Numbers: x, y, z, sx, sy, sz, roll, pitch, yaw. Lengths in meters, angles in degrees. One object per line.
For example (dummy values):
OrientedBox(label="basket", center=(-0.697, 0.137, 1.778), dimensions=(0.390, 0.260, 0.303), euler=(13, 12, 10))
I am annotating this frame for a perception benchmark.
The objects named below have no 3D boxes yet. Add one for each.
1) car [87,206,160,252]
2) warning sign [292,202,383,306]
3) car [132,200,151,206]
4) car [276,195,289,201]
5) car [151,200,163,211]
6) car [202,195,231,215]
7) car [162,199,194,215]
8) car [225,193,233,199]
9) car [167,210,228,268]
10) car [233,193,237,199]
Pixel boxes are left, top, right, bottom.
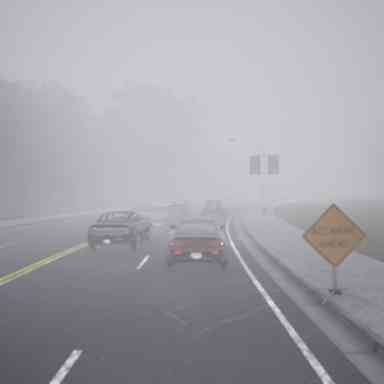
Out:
OrientedBox(label="car", center=(-2.921, 1.557, 14.311), dimensions=(2.128, 1.511, 4.902), euler=(0, 0, 3))
OrientedBox(label="warning sign", center=(2.829, 1.149, 6.632), dimensions=(1.300, 1.860, 1.060), euler=(-1, -2, 0))
OrientedBox(label="car", center=(-5.923, 1.693, 41.350), dimensions=(1.812, 1.442, 4.674), euler=(0, 0, 14))
OrientedBox(label="car", center=(21.574, 1.398, 79.324), dimensions=(1.837, 1.490, 4.892), euler=(-1, 0, 33))
OrientedBox(label="car", center=(-2.913, 1.624, 39.949), dimensions=(1.882, 1.535, 5.008), euler=(0, 0, 13))
OrientedBox(label="car", center=(2.251, 1.453, 31.708), dimensions=(2.097, 1.767, 4.553), euler=(0, 0, 10))
OrientedBox(label="car", center=(-0.979, 1.607, 32.115), dimensions=(2.128, 1.511, 4.902), euler=(0, 0, 10))
OrientedBox(label="car", center=(9.111, 1.169, 79.768), dimensions=(2.150, 2.045, 5.566), euler=(-1, 0, 28))
OrientedBox(label="car", center=(0.196, 1.577, 11.446), dimensions=(1.812, 1.442, 4.674), euler=(0, 0, 2))
OrientedBox(label="car", center=(12.144, 1.412, 78.531), dimensions=(2.128, 1.511, 4.902), euler=(-1, 0, 30))
